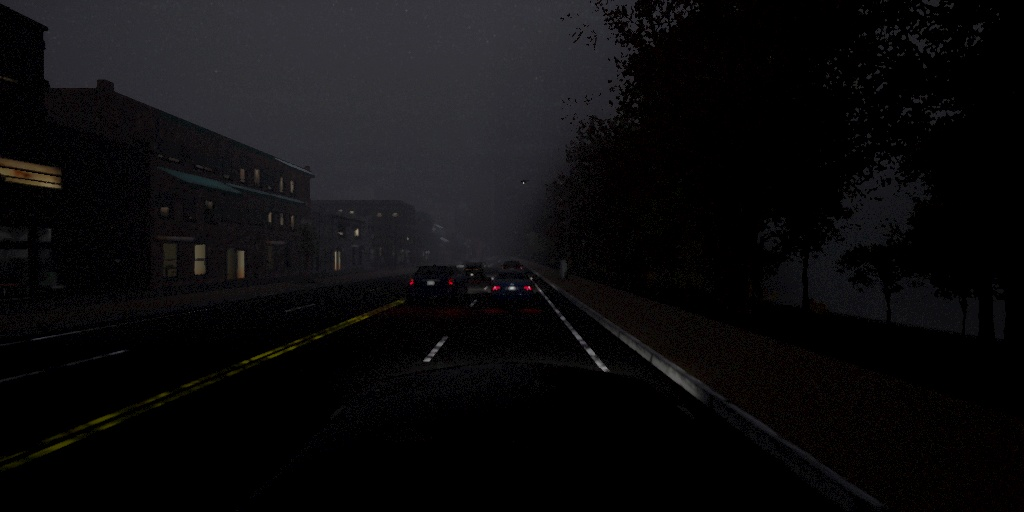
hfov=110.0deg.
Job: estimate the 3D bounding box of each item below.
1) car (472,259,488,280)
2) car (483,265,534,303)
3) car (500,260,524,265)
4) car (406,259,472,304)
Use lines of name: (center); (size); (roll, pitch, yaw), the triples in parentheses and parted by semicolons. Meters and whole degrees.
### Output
car: (-3.250, 1.258, 31.501); (1.837, 1.490, 4.892); (0, 0, 0)
car: (0.000, 1.308, 16.501); (2.033, 1.411, 5.357); (0, 0, 0)
car: (0.000, 1.108, 31.471); (2.097, 1.767, 4.553); (0, 0, 0)
car: (-3.249, 1.110, 16.471); (2.097, 1.767, 4.553); (0, 0, 0)
